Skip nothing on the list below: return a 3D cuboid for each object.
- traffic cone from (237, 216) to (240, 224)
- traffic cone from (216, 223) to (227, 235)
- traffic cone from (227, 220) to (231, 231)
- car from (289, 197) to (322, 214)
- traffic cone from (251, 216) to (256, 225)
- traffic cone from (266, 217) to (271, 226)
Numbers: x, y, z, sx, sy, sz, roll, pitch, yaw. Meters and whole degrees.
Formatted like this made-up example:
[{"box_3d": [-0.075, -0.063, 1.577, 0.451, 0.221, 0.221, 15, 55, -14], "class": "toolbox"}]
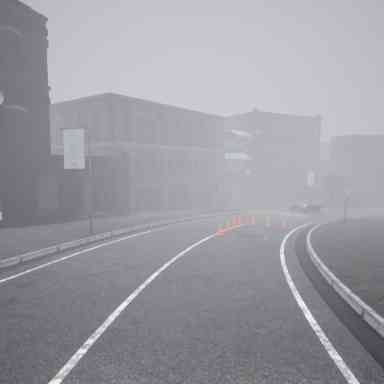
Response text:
[{"box_3d": [2.664, 1.925, 21.107, 0.340, 0.580, 0.340, 2, 1, 17], "class": "traffic cone"}, {"box_3d": [1.464, 1.926, 17.292, 0.340, 0.580, 0.340, 2, 0, 17], "class": "traffic cone"}, {"box_3d": [2.064, 1.926, 19.200, 0.340, 0.580, 0.340, 2, 1, 18], "class": "traffic cone"}, {"box_3d": [12.920, 1.467, 37.696, 4.553, 1.767, 2.097, 2, 2, -43], "class": "car"}, {"box_3d": [4.209, 1.958, 22.709, 0.340, 0.580, 0.340, 2, 1, 17], "class": "traffic cone"}, {"box_3d": [5.163, 1.994, 22.414, 0.340, 0.580, 0.340, 2, 1, 17], "class": "traffic cone"}]
